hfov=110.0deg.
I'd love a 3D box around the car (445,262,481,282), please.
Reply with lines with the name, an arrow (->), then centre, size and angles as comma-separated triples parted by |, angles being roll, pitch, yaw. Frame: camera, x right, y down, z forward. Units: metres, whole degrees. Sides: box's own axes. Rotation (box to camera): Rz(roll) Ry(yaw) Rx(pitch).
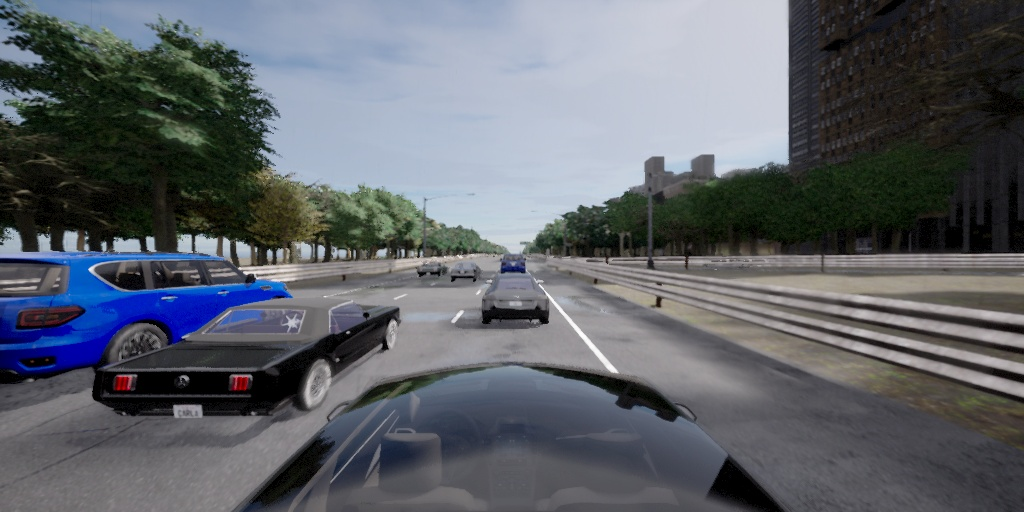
car -> -3.401, 1.156, 27.081 | 2.033, 1.411, 5.357 | 0, 0, 0

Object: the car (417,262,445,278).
car -> -6.899, 1.180, 31.788 | 1.895, 1.301, 4.718 | 0, 0, 0

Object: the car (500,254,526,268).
car -> 0.101, 0.797, 32.421 | 2.150, 2.045, 5.566 | 0, 0, 0

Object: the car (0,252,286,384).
car -> -6.901, 0.954, 7.187 | 2.150, 2.045, 5.566 | 0, 0, 0

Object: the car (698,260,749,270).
car -> 22.101, 0.756, 37.578 | 1.895, 1.301, 4.718 | 0, -1, -35

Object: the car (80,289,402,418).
car -> -3.400, 1.339, 5.992 | 1.895, 1.301, 4.718 | 0, 0, 0

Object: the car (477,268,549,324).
car -> 0.101, 1.268, 11.843 | 1.994, 1.385, 4.181 | 0, 0, 0
